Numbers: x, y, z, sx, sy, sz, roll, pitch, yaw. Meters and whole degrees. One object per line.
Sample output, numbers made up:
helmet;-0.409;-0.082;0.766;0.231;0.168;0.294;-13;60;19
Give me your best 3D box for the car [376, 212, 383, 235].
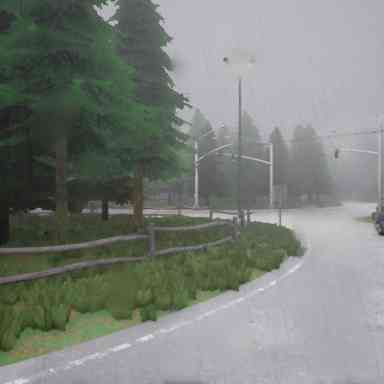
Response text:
car;10.281;1.351;15.545;2.097;1.767;4.553;0;0;14
